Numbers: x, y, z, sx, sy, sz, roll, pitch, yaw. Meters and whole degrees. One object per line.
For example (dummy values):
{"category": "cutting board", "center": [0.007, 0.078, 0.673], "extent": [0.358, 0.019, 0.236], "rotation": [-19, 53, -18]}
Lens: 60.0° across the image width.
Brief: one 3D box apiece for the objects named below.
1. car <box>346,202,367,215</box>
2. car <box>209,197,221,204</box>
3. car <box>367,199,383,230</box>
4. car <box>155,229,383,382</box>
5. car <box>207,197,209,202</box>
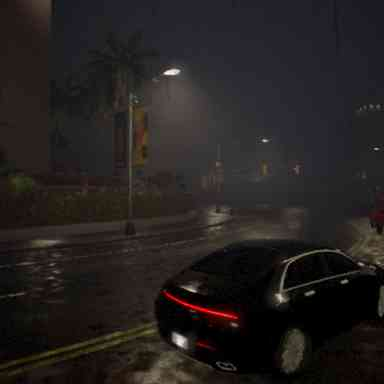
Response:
{"category": "car", "center": [19.482, 1.907, 38.330], "extent": [1.812, 1.442, 4.674], "rotation": [0, -1, 3]}
{"category": "car", "center": [6.101, 2.222, 82.414], "extent": [2.097, 1.535, 5.008], "rotation": [0, -1, 0]}
{"category": "car", "center": [12.569, 1.432, 20.812], "extent": [2.150, 2.045, 5.566], "rotation": [0, -1, 23]}
{"category": "car", "center": [1.673, 1.559, 5.614], "extent": [4.892, 1.490, 1.837], "rotation": [1, 0, -41]}
{"category": "car", "center": [5.948, 2.153, 88.840], "extent": [2.185, 1.767, 4.553], "rotation": [0, -1, 0]}
